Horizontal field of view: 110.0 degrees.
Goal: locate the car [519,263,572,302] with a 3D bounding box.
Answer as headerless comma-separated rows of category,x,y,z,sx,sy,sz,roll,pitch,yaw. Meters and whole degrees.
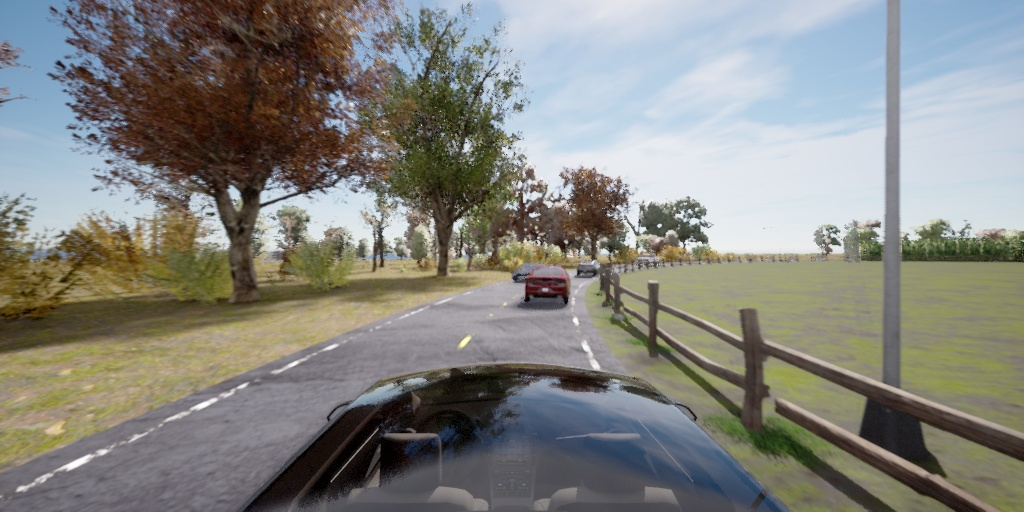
car,1.782,1.210,16.955,1.882,1.535,5.008,0,0,10

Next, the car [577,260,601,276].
car,7.767,1.185,35.651,2.128,1.511,4.902,0,0,24

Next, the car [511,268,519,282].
car,1.542,1.240,27.959,2.033,1.411,5.357,0,0,18
